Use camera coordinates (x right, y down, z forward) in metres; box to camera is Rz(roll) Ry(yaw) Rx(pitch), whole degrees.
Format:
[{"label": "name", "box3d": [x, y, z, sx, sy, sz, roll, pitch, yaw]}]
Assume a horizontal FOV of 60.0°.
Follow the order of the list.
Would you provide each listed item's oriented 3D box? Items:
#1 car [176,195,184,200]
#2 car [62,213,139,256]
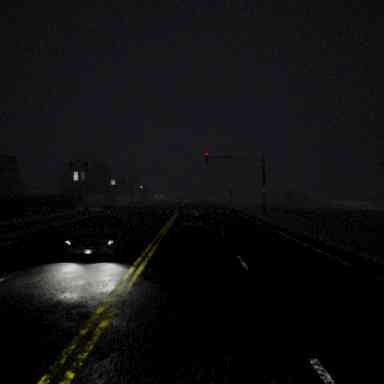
[{"label": "car", "box3d": [-3.287, 1.625, 92.869, 1.882, 1.535, 5.008, 0, 0, 0]}, {"label": "car", "box3d": [-3.356, 1.555, 13.395, 2.033, 1.411, 5.357, 0, 0, 0]}]
